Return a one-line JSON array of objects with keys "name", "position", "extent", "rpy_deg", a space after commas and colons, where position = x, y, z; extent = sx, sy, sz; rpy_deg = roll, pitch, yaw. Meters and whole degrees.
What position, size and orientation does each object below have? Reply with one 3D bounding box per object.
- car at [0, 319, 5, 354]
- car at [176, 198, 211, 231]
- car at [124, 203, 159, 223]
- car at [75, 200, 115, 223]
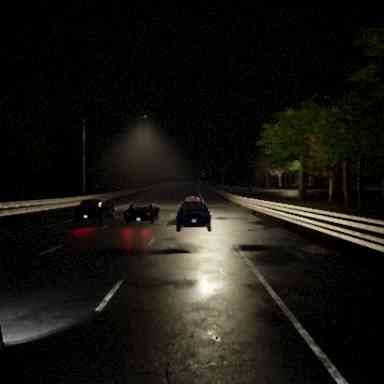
[{"name": "car", "position": [-3.399, 1.546, 2.576], "extent": [1.994, 1.385, 4.181], "rpy_deg": [0, 0, 0]}, {"name": "car", "position": [0.103, 1.326, 19.638], "extent": [1.882, 1.535, 5.008], "rpy_deg": [0, 0, 0]}, {"name": "car", "position": [-3.394, 1.416, 23.329], "extent": [1.895, 1.301, 4.718], "rpy_deg": [0, 1, 0]}, {"name": "car", "position": [-6.893, 1.315, 23.951], "extent": [1.837, 1.490, 4.892], "rpy_deg": [0, 0, 0]}]
